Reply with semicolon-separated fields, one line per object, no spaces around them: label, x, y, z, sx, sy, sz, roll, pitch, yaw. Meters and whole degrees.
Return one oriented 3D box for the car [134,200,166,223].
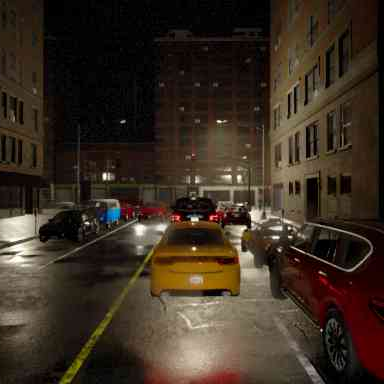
car;-2.966;1.508;26.237;1.882;1.535;5.008;0;0;1

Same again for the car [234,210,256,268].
car;2.670;1.535;11.010;1.752;1.417;4.829;1;0;0

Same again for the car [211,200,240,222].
car;2.664;1.472;27.288;1.967;1.590;4.097;1;0;0

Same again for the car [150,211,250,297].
car;0.046;1.485;8.653;1.882;1.535;5.008;0;0;-1

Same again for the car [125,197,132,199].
car;-8.420;1.455;43.385;5.008;1.535;1.882;0;-1;0

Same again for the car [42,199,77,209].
car;-16.525;1.484;40.169;4.718;1.301;1.895;0;-1;1

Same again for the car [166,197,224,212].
car;0.096;1.238;16.245;2.150;2.045;5.566;0;0;0

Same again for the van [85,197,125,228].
van;-5.858;1.365;21.803;1.690;1.788;3.998;1;0;0

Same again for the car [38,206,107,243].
car;-5.858;1.582;16.320;1.947;1.339;4.313;1;0;0

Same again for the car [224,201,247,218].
car;2.667;1.464;21.805;1.967;1.590;4.097;1;0;0

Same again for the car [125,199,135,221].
car;-5.862;1.577;27.285;1.887;1.381;4.507;1;0;0

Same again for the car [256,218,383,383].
car;2.675;1.318;5.357;2.192;1.841;5.009;1;0;0

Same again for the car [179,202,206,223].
car;0.070;1.595;26.714;1.994;1.385;4.181;0;0;1
